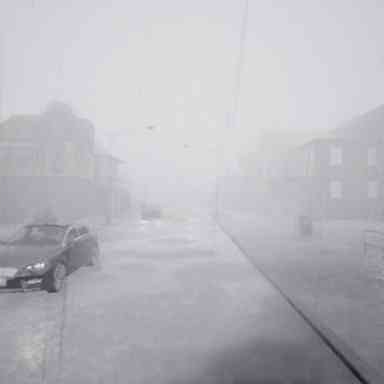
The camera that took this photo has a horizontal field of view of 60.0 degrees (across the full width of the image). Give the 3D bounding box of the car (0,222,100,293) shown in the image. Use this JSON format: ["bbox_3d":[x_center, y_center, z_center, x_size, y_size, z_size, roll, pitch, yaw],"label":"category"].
[{"bbox_3d":[-4.003,1.630,9.314,2.128,1.511,4.902,0,-1,0],"label":"car"}]

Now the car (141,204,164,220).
[{"bbox_3d":[-4.009,1.991,34.369,1.882,1.535,5.008,0,-1,0],"label":"car"}]
